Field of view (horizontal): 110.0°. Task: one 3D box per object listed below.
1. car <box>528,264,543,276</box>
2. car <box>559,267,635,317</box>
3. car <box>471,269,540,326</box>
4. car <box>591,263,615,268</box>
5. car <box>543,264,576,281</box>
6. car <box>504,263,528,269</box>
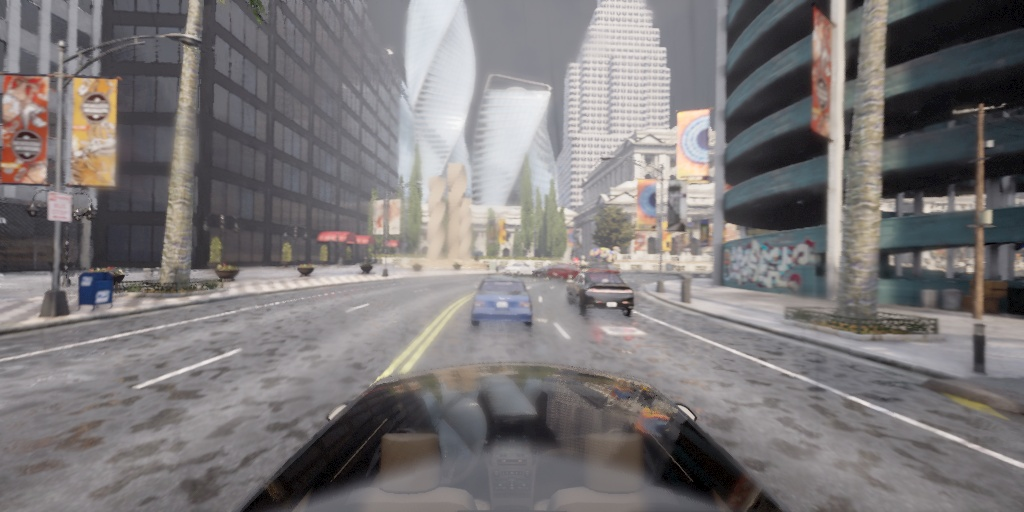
[{"bbox_3d":[4.347,1.625,38.897,2.033,1.411,5.357,1,0,37],"label":"car"},{"bbox_3d":[3.279,1.365,13.977,2.128,1.511,4.902,1,0,1],"label":"car"},{"bbox_3d":[-0.288,1.339,11.951,2.033,1.411,5.357,1,0,-1],"label":"car"},{"bbox_3d":[8.084,1.404,31.348,2.097,1.767,4.553,1,0,29],"label":"car"},{"bbox_3d":[4.999,1.475,33.011,1.882,1.535,5.008,1,0,29],"label":"car"},{"bbox_3d":[0.872,1.471,39.981,1.812,1.442,4.674,1,-1,35],"label":"car"}]
